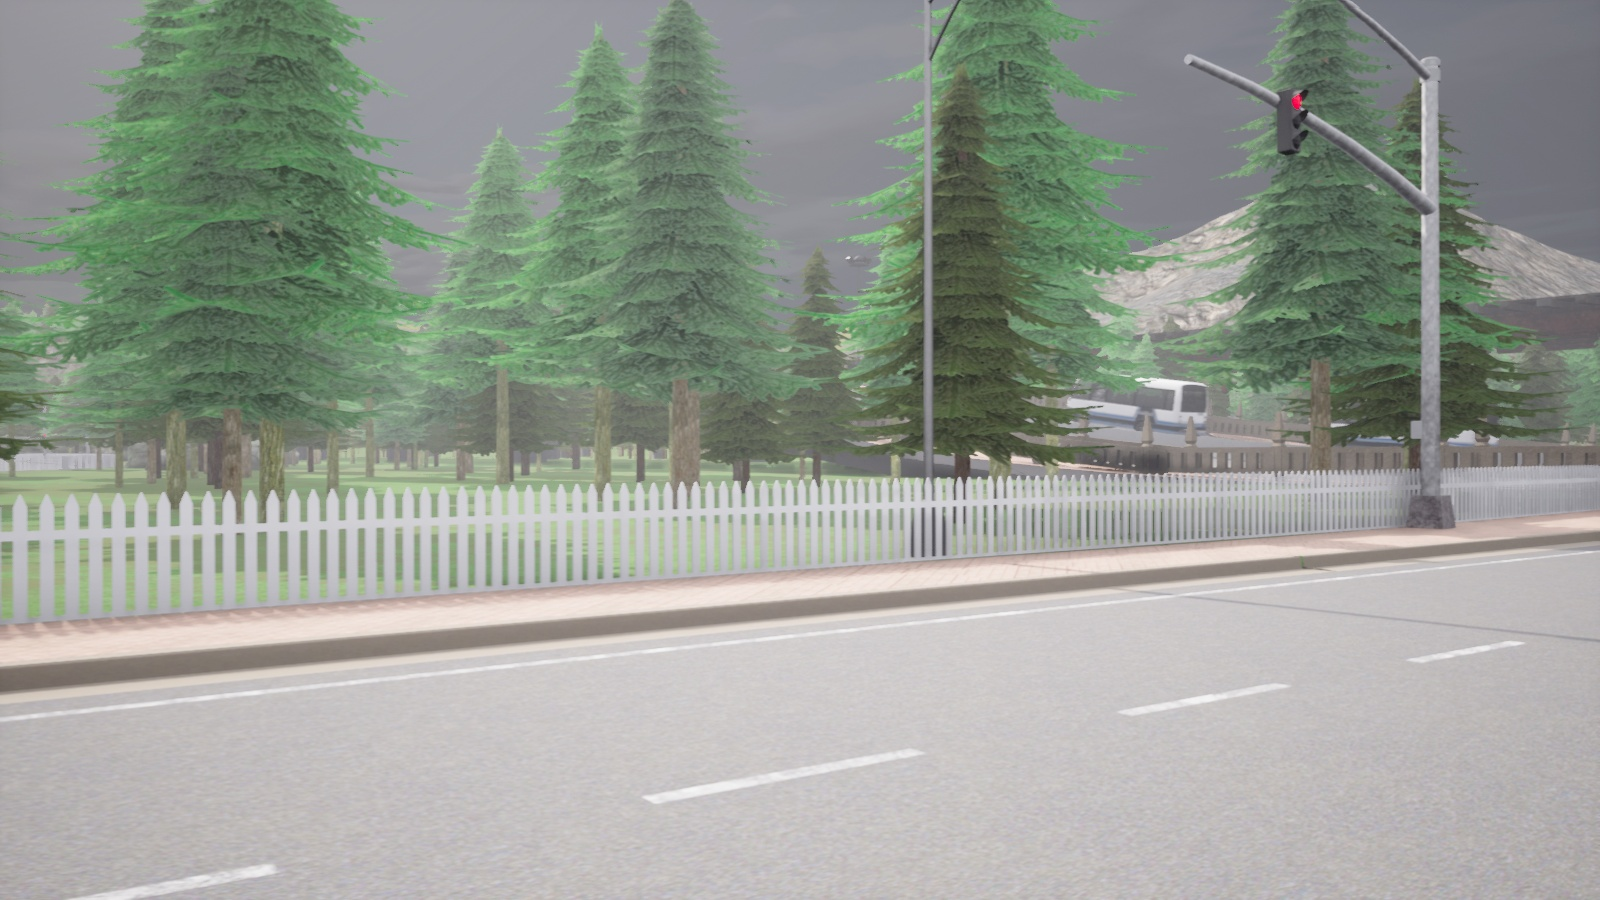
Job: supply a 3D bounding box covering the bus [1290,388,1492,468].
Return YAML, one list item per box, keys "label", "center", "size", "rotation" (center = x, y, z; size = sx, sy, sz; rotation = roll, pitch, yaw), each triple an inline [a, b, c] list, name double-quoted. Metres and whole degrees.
- label: "bus"
  center: [35.698, -1.480, 76.344]
  size: [3.944, 4.253, 10.273]
  rotation: [0, 4, -36]

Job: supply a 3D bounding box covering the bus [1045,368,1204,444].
- label: "bus"
  center: [22.611, -3.206, 88.239]
  size: [3.944, 4.253, 10.273]
  rotation: [0, 8, -36]

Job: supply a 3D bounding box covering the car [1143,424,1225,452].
- label: "car"
  center: [24.400, -0.791, 79.914]
  size: [1.895, 1.301, 4.718]
  rotation: [0, 6, -36]
